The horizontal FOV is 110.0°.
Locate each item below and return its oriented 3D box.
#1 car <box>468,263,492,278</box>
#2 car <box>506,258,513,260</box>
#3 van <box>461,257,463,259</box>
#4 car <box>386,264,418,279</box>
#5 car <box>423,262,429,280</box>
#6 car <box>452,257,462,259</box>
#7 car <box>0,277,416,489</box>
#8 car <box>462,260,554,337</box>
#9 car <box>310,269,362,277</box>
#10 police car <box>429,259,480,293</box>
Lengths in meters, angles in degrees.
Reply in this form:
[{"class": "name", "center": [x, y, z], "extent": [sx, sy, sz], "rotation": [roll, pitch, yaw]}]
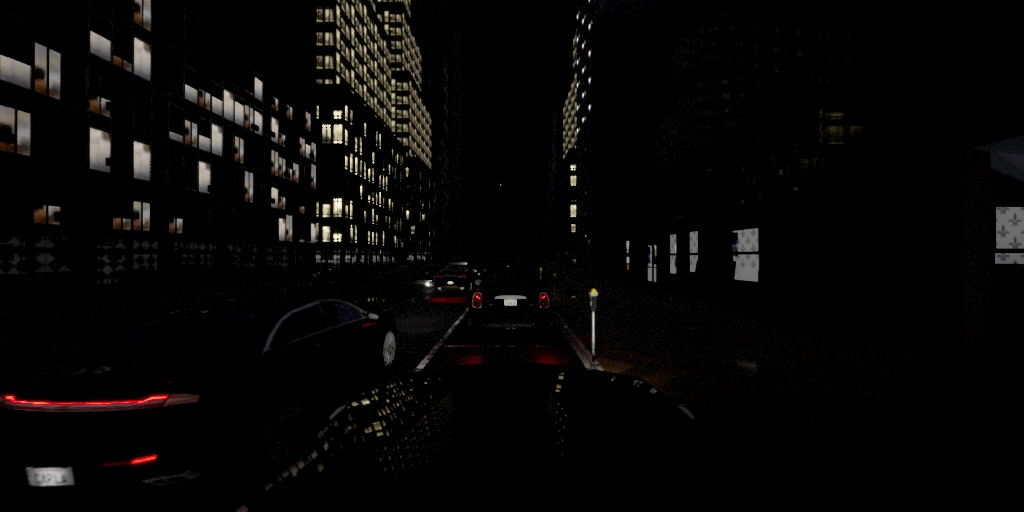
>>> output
[{"class": "car", "center": [-3.049, 1.340, 35.039], "extent": [1.895, 1.301, 4.718], "rotation": [0, 0, 0]}, {"class": "car", "center": [-0.455, 1.298, 46.099], "extent": [1.948, 1.339, 4.313], "rotation": [0, 0, 0]}, {"class": "van", "center": [-8.836, 1.064, 57.496], "extent": [1.690, 1.789, 3.998], "rotation": [0, 0, 0]}, {"class": "car", "center": [-8.835, 1.325, 29.033], "extent": [1.802, 1.307, 4.207], "rotation": [0, 0, 0]}, {"class": "car", "center": [-6.245, 1.289, 31.609], "extent": [2.033, 1.411, 5.357], "rotation": [0, 0, 0]}, {"class": "car", "center": [-8.836, 1.273, 51.803], "extent": [1.888, 1.381, 4.507], "rotation": [0, 0, 0]}, {"class": "car", "center": [-3.051, 1.242, 4.796], "extent": [2.128, 1.511, 4.902], "rotation": [0, 0, 0]}, {"class": "car", "center": [-0.033, 1.102, 10.469], "extent": [2.097, 1.767, 4.553], "rotation": [0, 0, 0]}, {"class": "car", "center": [-8.836, 1.313, 17.650], "extent": [1.948, 1.339, 4.313], "rotation": [0, 0, 0]}, {"class": "police car", "center": [-3.145, 1.171, 20.883], "extent": [1.930, 1.638, 5.238], "rotation": [0, 0, 0]}]
